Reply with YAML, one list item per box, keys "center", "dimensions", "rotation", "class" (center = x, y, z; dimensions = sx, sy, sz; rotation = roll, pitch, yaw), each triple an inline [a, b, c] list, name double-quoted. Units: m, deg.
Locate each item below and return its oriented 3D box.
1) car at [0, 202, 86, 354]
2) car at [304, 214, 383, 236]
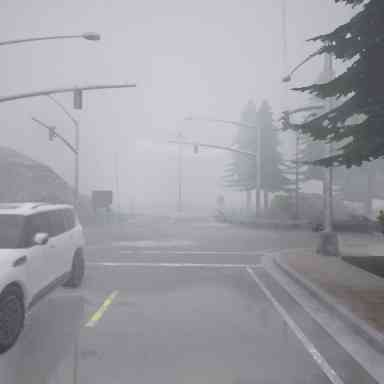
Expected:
- center: [-3.721, 1.255, 6.458]
  dimensions: [2.150, 2.045, 5.566]
  rotation: [0, -1, -3]
  class: "car"
- center: [9.726, 2.078, 21.267]
  dimensions: [4.718, 1.301, 1.895]
  rotation: [0, -1, 0]
  class: "car"
